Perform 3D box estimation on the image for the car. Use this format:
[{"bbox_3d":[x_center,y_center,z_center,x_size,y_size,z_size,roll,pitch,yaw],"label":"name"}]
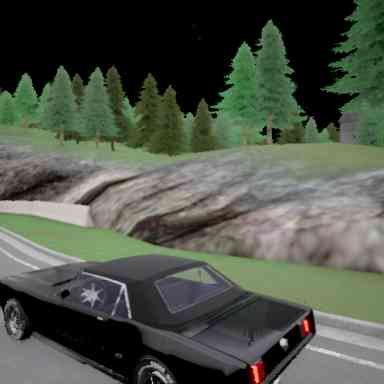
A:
[{"bbox_3d":[-0.893,1.591,4.745,4.718,1.301,1.895,0,0,37],"label":"car"}]
